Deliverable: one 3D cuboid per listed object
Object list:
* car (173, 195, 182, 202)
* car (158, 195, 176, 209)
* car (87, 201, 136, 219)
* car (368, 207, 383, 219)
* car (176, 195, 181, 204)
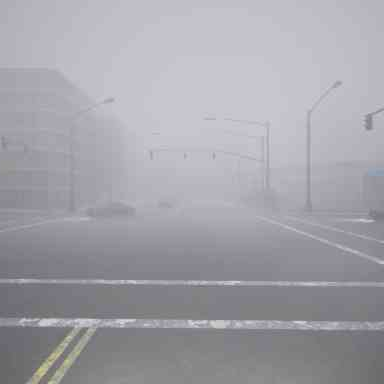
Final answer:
[{"bbox_3d":[-3.449,1.492,77.828,1.837,1.490,4.892,0,0,0],"label":"car"},{"bbox_3d":[-3.569,1.477,45.264,1.882,1.535,5.008,0,0,0],"label":"car"},{"bbox_3d":[-7.023,1.524,29.149,4.181,1.385,1.994,0,0,-42],"label":"car"},{"bbox_3d":[16.420,1.564,26.479,4.181,1.385,1.994,0,0,0],"label":"car"},{"bbox_3d":[-3.517,1.477,62.719,1.882,1.535,5.008,0,0,0],"label":"car"}]
